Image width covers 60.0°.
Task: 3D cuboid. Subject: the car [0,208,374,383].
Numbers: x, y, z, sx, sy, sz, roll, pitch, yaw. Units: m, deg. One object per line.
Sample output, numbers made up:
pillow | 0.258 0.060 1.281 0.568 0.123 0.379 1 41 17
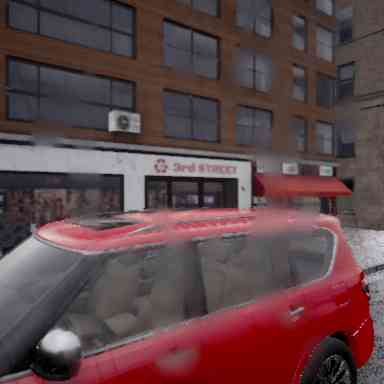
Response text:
car | -0.602 1.222 2.950 5.566 2.045 2.150 0 0 -35
